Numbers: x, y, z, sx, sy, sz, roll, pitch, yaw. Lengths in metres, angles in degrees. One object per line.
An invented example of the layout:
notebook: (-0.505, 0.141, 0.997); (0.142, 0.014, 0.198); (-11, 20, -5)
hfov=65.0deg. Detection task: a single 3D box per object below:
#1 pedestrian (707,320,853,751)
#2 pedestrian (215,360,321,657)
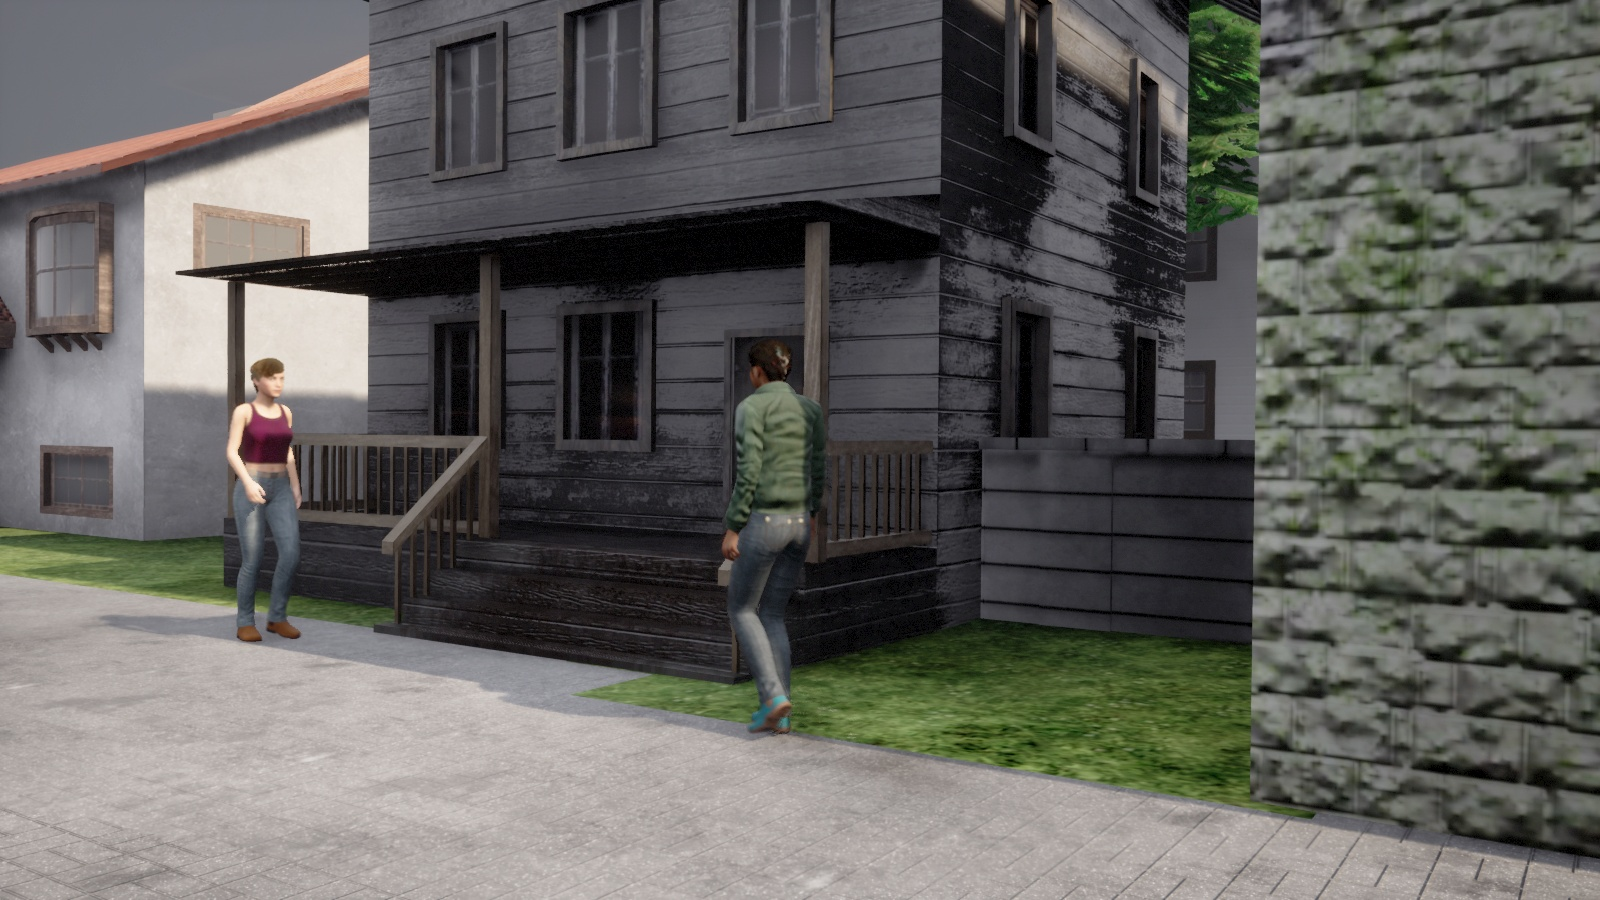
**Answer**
pedestrian: (-0.099, 0.364, 5.731); (0.353, 1.847, 0.614); (-1, 1, -37)
pedestrian: (-3.426, 0.362, 8.090); (0.594, 1.836, 0.345); (0, 1, 35)
